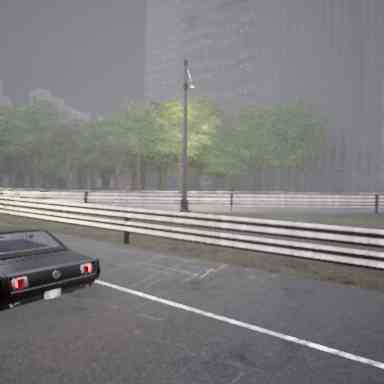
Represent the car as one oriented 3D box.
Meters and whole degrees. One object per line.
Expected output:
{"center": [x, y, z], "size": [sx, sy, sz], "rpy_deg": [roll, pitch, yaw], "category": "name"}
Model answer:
{"center": [-4.121, 1.360, 6.935], "size": [4.718, 1.301, 1.895], "rpy_deg": [2, 1, 36], "category": "car"}
